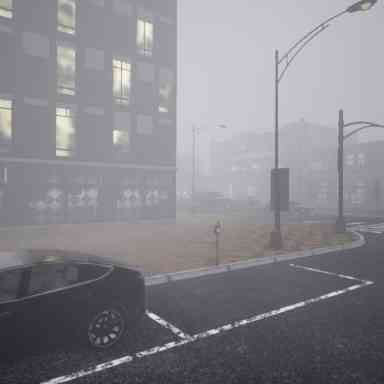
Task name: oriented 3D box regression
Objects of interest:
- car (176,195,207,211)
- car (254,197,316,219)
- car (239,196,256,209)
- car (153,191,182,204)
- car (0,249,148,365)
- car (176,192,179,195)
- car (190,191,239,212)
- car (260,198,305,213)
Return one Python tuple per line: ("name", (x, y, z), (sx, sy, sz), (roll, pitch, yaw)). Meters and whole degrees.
("car", (-0.785, 1.231, 33.721), (1.802, 1.307, 4.206), (1, 0, -36))
("car", (7.598, 1.318, 26.690), (1.812, 1.442, 4.674), (0, 1, -36))
("car", (5.966, 1.130, 38.690), (1.967, 1.590, 4.097), (1, 0, -36))
("car", (-3.893, 0.793, 52.088), (2.192, 1.841, 5.009), (1, 0, -36))
("car", (-2.707, 1.566, 4.623), (4.313, 1.339, 1.947), (0, 0, -36))
("car", (-0.611, 1.101, 47.622), (2.008, 1.369, 4.403), (1, 0, -36))
("car", (1.843, 0.894, 34.512), (2.150, 2.045, 5.566), (0, 1, -36))
("car", (9.252, 1.340, 34.222), (1.802, 1.307, 4.206), (1, 0, -36))
